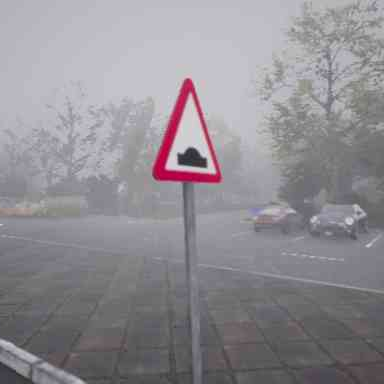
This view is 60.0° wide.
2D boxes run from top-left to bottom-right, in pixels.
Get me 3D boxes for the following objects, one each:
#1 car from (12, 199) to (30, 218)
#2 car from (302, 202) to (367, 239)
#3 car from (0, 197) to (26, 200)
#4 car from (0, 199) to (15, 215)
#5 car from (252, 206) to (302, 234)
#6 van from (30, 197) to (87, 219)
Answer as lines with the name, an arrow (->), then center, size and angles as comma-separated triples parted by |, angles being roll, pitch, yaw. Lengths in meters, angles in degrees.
car -> -14.192, 1.685, 32.683 | 1.946, 1.575, 5.366 | -1, -1, 35
car -> 7.616, 1.326, 17.177 | 2.185, 1.767, 4.553 | 0, 0, 35
car -> -21.177, 1.634, 37.322 | 2.435, 2.045, 5.566 | -2, -1, 35
car -> -16.370, 1.741, 34.211 | 1.946, 1.575, 5.366 | -2, -1, 35
car -> 4.994, 1.499, 18.961 | 2.002, 1.452, 4.674 | 0, 0, 35
van -> -12.082, 1.409, 30.833 | 1.878, 1.987, 4.442 | -1, -1, 35
